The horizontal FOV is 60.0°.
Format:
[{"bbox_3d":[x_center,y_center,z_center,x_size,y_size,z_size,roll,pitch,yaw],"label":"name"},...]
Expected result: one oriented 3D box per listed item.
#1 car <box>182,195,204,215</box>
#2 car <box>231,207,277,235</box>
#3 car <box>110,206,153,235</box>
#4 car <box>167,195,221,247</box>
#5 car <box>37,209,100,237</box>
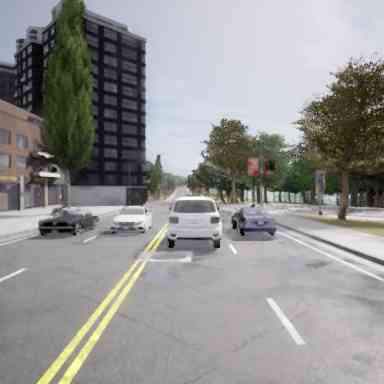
[{"bbox_3d":[0.089,1.308,35.693,2.150,2.045,5.566,0,0,0],"label":"car"},{"bbox_3d":[3.344,1.564,18.712,2.033,1.411,5.357,0,0,0],"label":"car"},{"bbox_3d":[-3.343,1.544,19.152,1.812,1.442,4.674,0,0,0],"label":"car"},{"bbox_3d":[0.095,1.232,15.120,2.150,2.045,5.566,0,0,0],"label":"car"},{"bbox_3d":[-6.606,1.617,18.254,1.895,1.301,4.718,0,0,0],"label":"car"}]
